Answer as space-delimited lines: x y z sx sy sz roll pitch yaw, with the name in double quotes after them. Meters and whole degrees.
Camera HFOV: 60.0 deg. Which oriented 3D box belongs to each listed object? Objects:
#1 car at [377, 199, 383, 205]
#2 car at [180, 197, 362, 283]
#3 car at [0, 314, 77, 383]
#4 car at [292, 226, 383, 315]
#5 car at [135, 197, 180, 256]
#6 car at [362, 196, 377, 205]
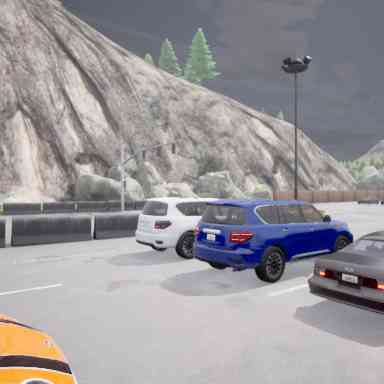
31.942 1.384 53.139 4.181 1.385 1.994 0 0 -36 "car"
2.595 1.221 9.946 5.566 2.045 2.150 0 0 -38 "car"
-2.901 1.350 1.673 4.553 1.767 2.097 0 0 -36 "car"
4.783 1.547 7.236 5.357 1.411 2.033 0 0 -36 "car"
0.572 1.221 12.824 5.566 2.045 2.150 0 0 -36 "car"
29.524 1.387 55.701 4.181 1.385 1.994 0 0 -36 "car"
